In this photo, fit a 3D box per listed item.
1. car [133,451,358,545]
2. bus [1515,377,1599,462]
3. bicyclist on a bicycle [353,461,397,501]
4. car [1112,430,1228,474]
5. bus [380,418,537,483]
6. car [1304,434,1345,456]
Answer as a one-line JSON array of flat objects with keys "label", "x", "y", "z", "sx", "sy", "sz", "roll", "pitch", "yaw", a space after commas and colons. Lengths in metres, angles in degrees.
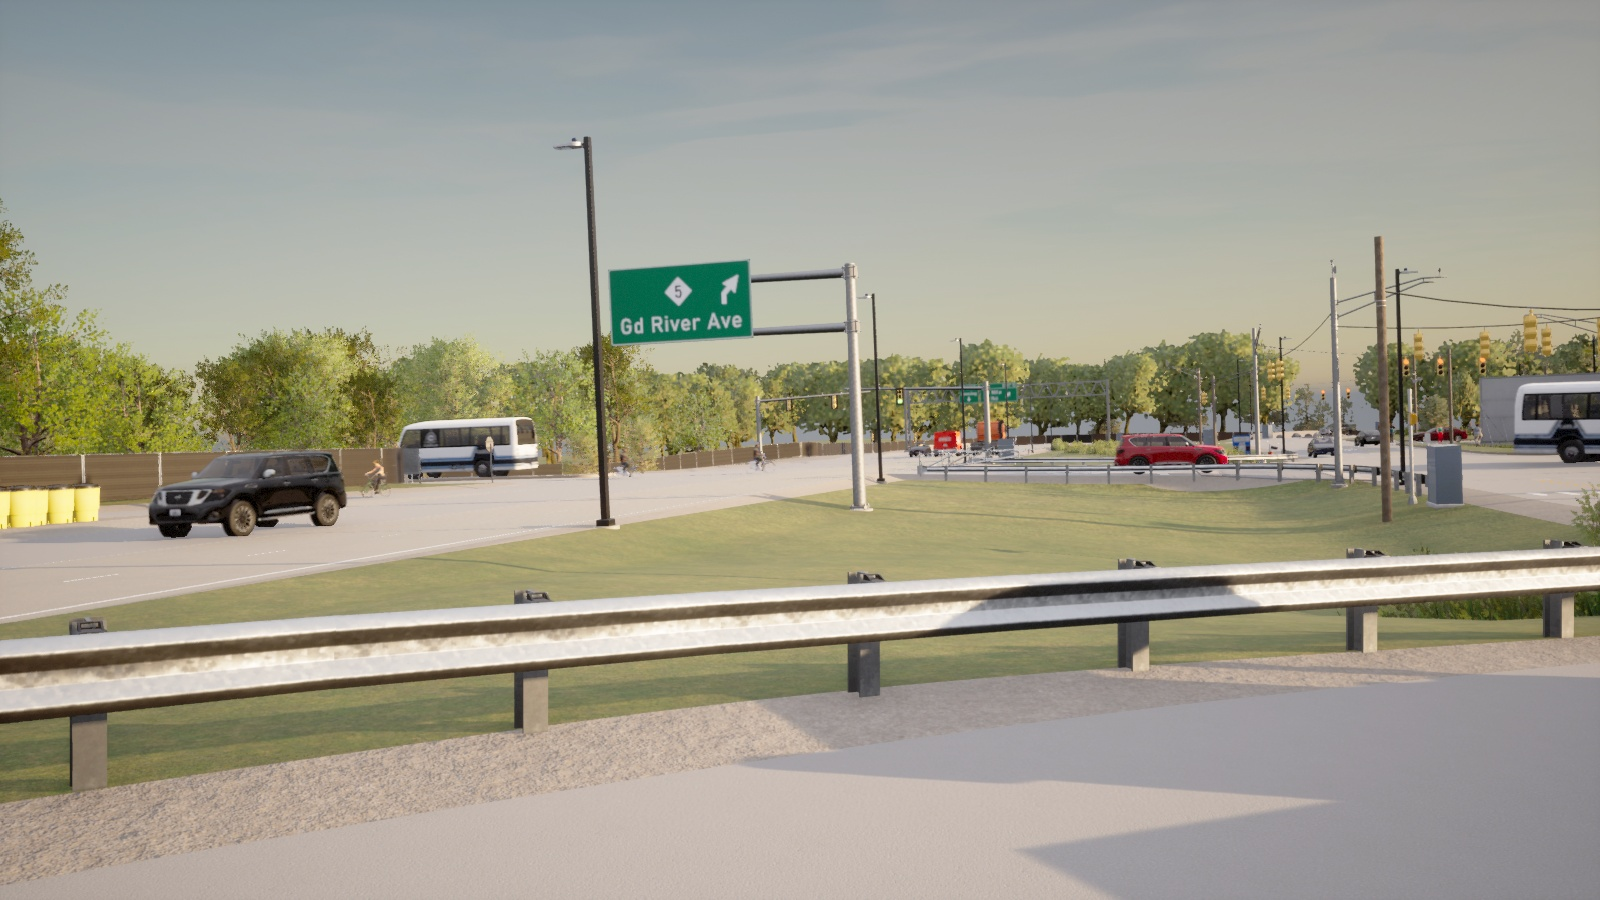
[{"label": "car", "x": -13.937, "y": 1.130, "z": 32.060, "sx": 2.150, "sy": 2.045, "sz": 5.566, "roll": -2, "pitch": 0, "yaw": 15}, {"label": "bus", "x": 42.369, "y": -1.600, "z": 63.301, "sx": 3.944, "sy": 4.253, "sz": 10.273, "roll": -2, "pitch": 2, "yaw": -35}, {"label": "bicyclist on a bicycle", "x": -18.099, "y": 1.320, "z": 53.450, "sx": 0.866, "sy": 1.612, "sz": 1.509, "roll": -2, "pitch": 0, "yaw": 32}, {"label": "car", "x": 18.899, "y": 0.090, "z": 64.236, "sx": 5.566, "sy": 2.045, "sz": 2.150, "roll": -2, "pitch": 0, "yaw": 17}, {"label": "bus", "x": -24.801, "y": 0.039, "z": 91.354, "sx": 10.273, "sy": 4.253, "sz": 3.944, "roll": -2, "pitch": 1, "yaw": 16}, {"label": "car", "x": 37.889, "y": -0.357, "z": 90.900, "sx": 2.033, "sy": 1.411, "sz": 5.357, "roll": -2, "pitch": 1, "yaw": 16}]
